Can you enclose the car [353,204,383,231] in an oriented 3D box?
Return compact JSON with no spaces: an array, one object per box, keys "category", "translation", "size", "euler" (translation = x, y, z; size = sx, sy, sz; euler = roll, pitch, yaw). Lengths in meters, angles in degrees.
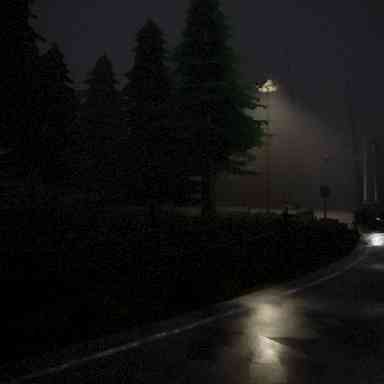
[{"category":"car","translation":[10.952,1.428,19.607],"size":[1.812,1.442,4.674],"euler":[0,0,9]}]
